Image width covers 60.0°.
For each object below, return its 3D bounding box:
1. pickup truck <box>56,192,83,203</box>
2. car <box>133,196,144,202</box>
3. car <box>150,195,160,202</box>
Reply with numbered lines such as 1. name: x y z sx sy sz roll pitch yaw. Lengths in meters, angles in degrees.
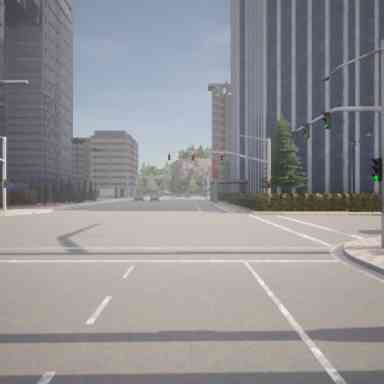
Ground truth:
1. pickup truck: -24.787 1.056 66.889 2.390 2.098 6.274 0 0 30
2. car: -11.776 1.500 73.977 1.994 1.385 4.181 0 0 -1
3. car: -8.277 1.425 74.033 1.882 1.535 5.008 0 0 -1
